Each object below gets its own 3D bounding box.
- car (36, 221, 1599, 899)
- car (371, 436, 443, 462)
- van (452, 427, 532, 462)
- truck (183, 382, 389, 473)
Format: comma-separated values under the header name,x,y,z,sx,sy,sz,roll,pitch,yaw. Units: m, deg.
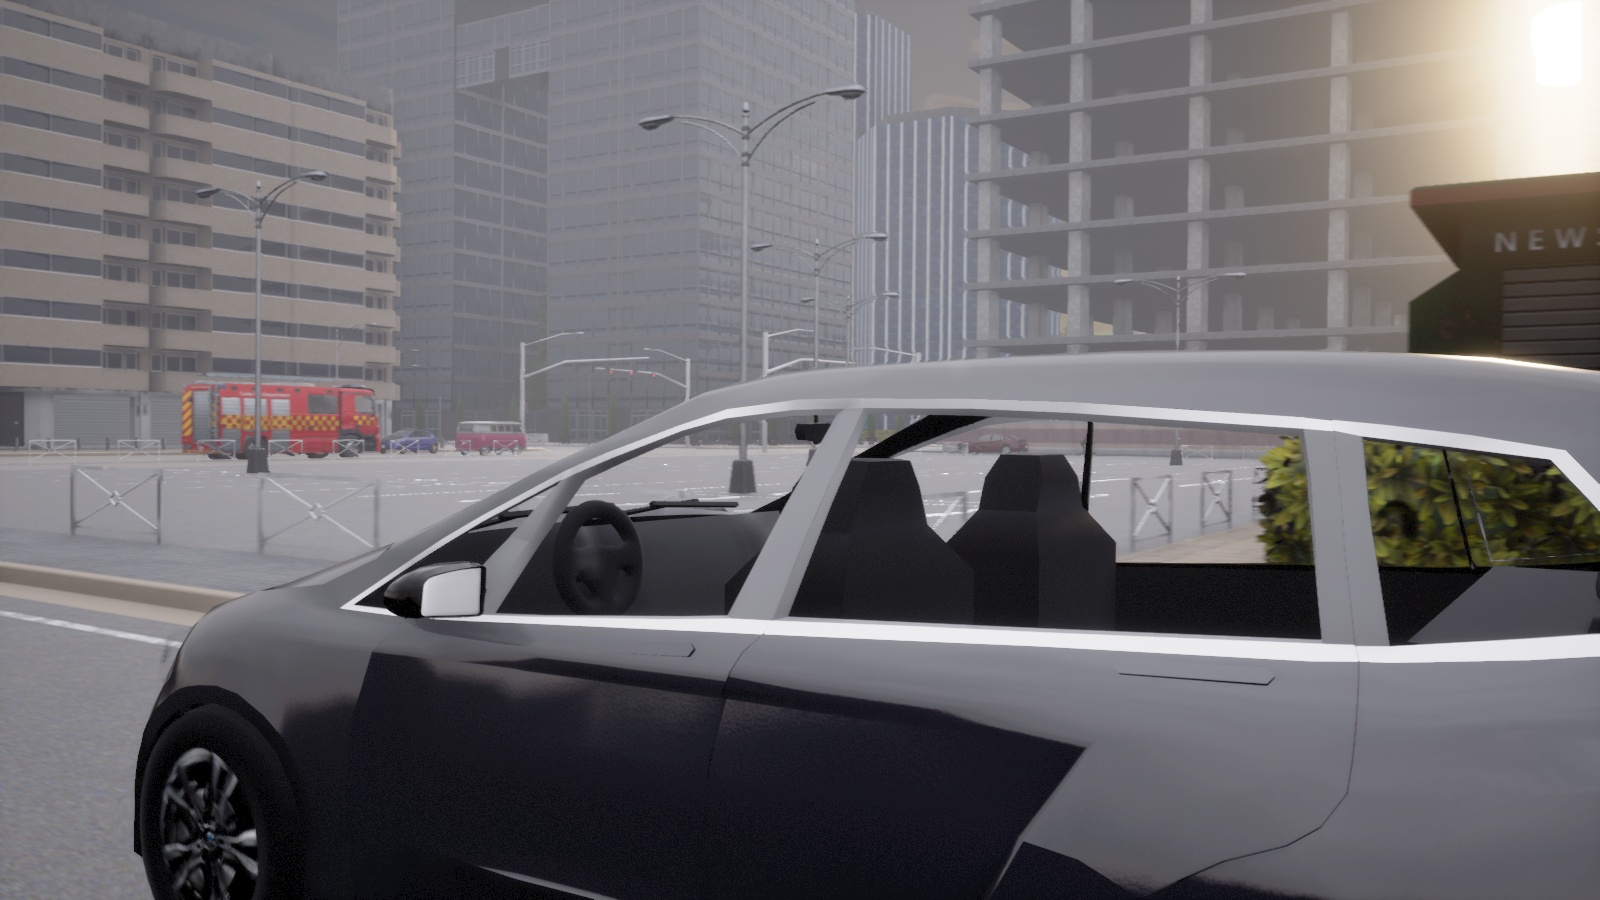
name,x,y,z,sx,sy,sz,roll,pitch,yaw
car,0.242,0.526,3.460,4.611,1.667,2.242,0,1,34
car,-23.591,-0.072,75.523,1.816,1.474,4.193,0,1,24
van,-17.684,-0.342,72.303,1.775,1.987,4.442,0,1,32
truck,-23.080,-1.002,56.974,2.891,3.827,8.468,0,1,32
